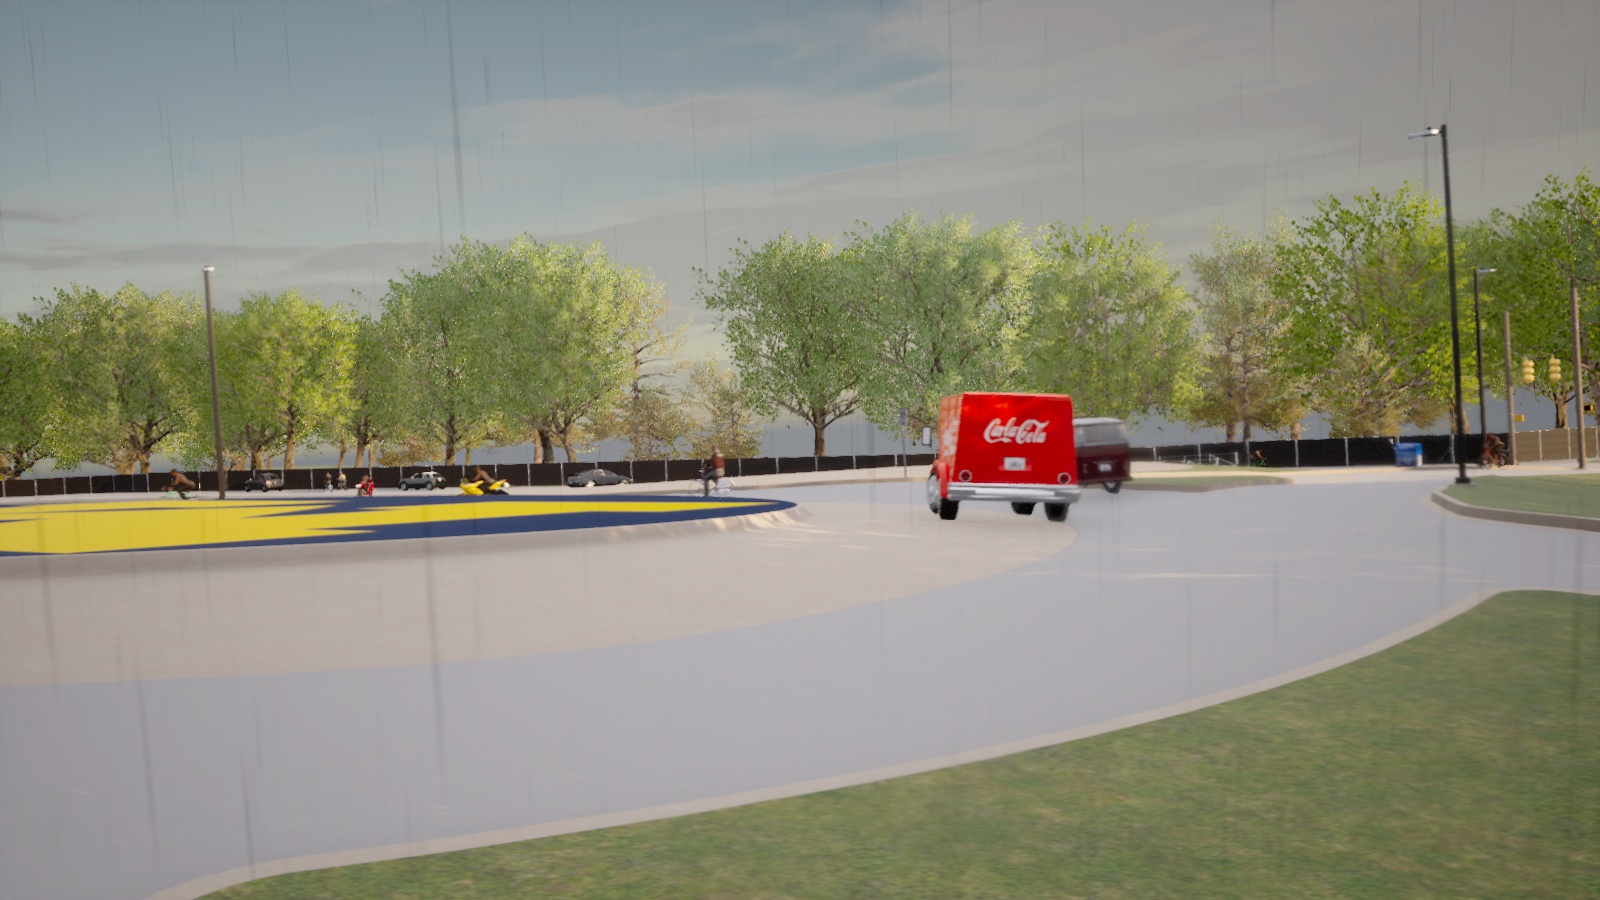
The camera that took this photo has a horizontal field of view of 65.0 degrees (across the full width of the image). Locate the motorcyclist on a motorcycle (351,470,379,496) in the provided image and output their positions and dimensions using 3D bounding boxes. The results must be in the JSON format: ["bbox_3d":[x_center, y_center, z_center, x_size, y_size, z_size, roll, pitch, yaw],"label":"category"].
[{"bbox_3d":[-25.854,1.961,74.680,0.797,1.523,2.044,-2,-1,4],"label":"motorcyclist on a motorcycle"}]

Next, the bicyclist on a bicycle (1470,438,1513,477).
[{"bbox_3d":[29.612,0.311,53.761,1.656,1.620,0.582,-1,0,-17],"label":"bicyclist on a bicycle"}]

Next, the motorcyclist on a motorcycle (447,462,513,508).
[{"bbox_3d":[-11.498,1.250,45.142,2.044,1.523,0.797,-3,2,10],"label":"motorcyclist on a motorcycle"}]

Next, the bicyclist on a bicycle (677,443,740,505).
[{"bbox_3d":[-2.717,0.711,37.042,1.843,1.776,0.659,-2,-1,38],"label":"bicyclist on a bicycle"}]

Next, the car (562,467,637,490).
[{"bbox_3d":[-14.124,2.032,88.653,4.902,1.511,2.128,2,-4,-44],"label":"car"}]

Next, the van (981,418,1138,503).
[{"bbox_3d":[6.705,0.251,32.933,1.775,1.987,4.442,-4,1,-22],"label":"van"}]

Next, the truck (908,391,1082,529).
[{"bbox_3d":[3.814,0.194,25.733,2.627,2.467,5.204,2,0,-1],"label":"truck"}]
